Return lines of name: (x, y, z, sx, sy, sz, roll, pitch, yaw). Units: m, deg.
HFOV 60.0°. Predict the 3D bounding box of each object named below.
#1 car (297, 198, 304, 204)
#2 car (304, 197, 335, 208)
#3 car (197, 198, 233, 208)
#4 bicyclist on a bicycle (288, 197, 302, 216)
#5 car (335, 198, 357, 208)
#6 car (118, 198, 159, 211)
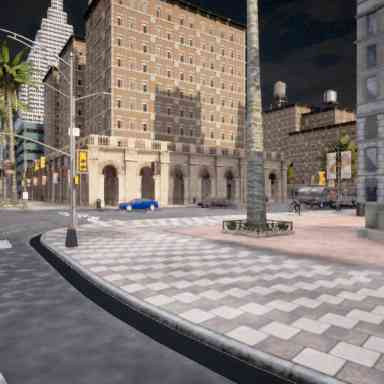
car: (20.520, 1.548, 58.595, 5.357, 1.411, 2.033, 0, 0, -33)
car: (19.304, 1.505, 49.313, 4.892, 1.490, 1.837, 0, 0, -34)
car: (3.304, 1.547, 47.327, 5.357, 1.411, 2.033, 0, 0, -33)
bicyclist on a bicycle: (9.170, 1.301, 29.683, 0.582, 1.620, 1.656, 0, 0, -33)
car: (22.875, 1.564, 47.385, 4.181, 1.385, 1.994, 0, 0, -34)
car: (-6.546, 1.478, 40.901, 5.008, 1.535, 1.882, 0, 0, -33)
